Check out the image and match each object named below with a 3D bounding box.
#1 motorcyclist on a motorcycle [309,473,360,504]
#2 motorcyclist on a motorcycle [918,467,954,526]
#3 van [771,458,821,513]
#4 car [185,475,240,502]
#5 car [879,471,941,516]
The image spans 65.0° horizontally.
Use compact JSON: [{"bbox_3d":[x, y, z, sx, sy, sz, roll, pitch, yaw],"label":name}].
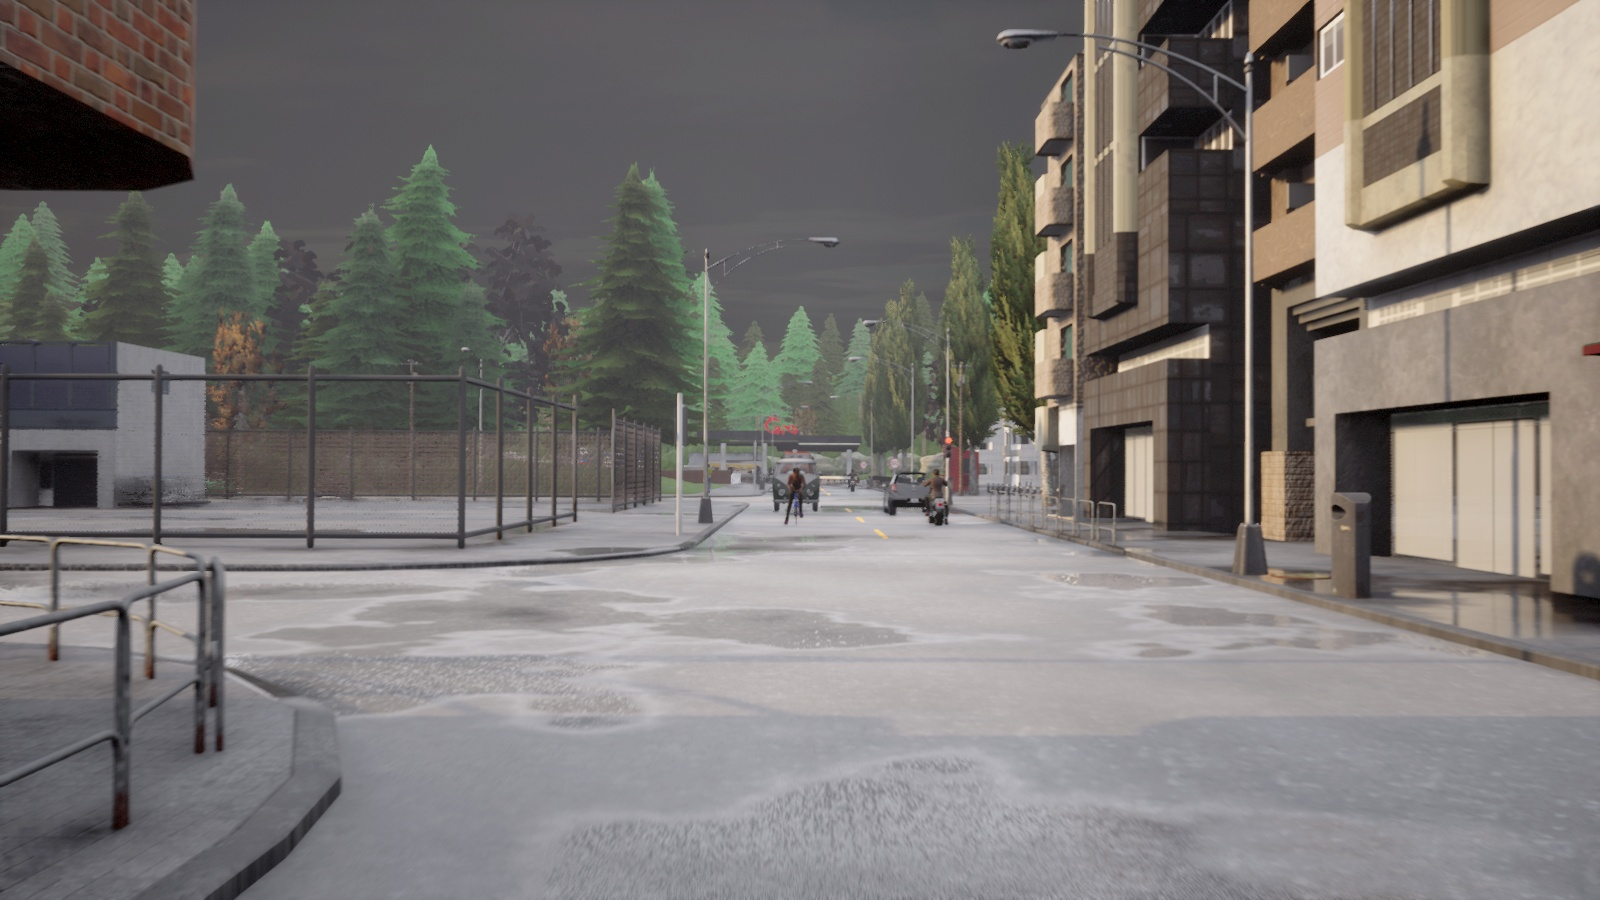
[{"bbox_3d":[-23.024,1.907,62.098,2.191,1.530,0.866,0,-1,0],"label":"motorcyclist on a motorcycle"},{"bbox_3d":[3.885,1.310,36.059,0.766,1.649,2.350,0,-1,0],"label":"motorcyclist on a motorcycle"},{"bbox_3d":[-0.145,1.307,47.526,1.775,1.987,4.442,0,-1,0],"label":"van"},{"bbox_3d":[-30.882,2.020,66.077,2.207,1.376,1.481,0,-1,0],"label":"car"},{"bbox_3d":[3.861,1.504,44.430,1.845,1.501,3.633,0,-1,0],"label":"car"}]
